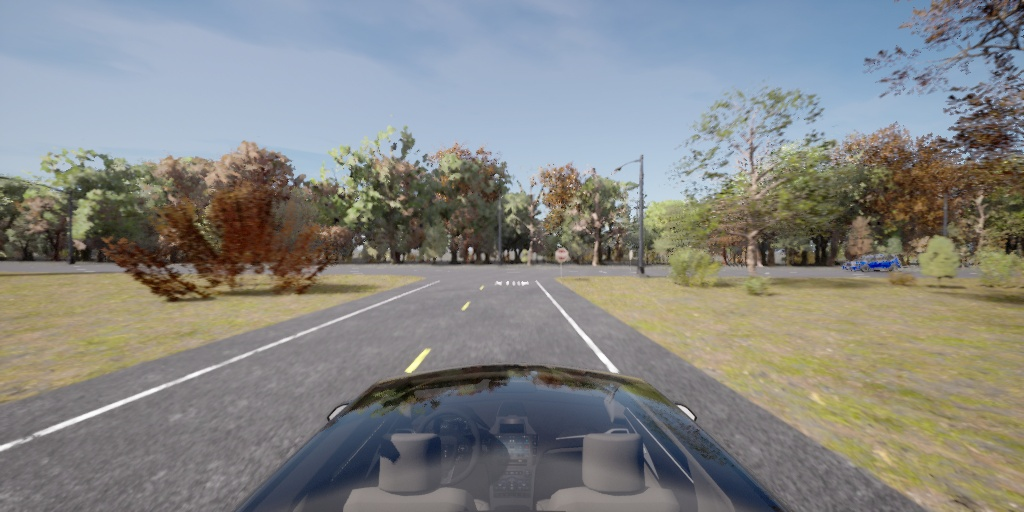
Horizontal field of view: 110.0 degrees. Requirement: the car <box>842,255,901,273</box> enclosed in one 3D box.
[{"bbox_3d":[42.727,0.953,42.631,5.566,2.045,2.150,-2,0,0],"label":"car"}]
